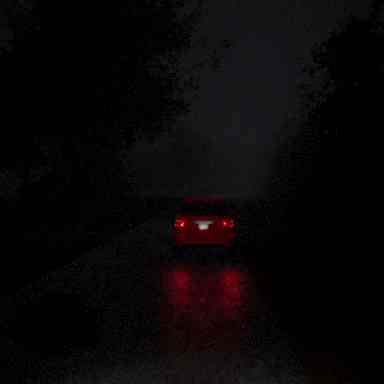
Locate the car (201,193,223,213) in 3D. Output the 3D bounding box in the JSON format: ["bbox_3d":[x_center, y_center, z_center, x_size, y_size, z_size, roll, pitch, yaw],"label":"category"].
[{"bbox_3d":[1.914,0.926,30.584,1.882,1.535,5.008,0,2,6],"label":"car"}]

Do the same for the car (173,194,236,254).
[{"bbox_3d":[0.545,1.147,13.306,2.150,2.045,5.566,0,1,4],"label":"car"}]
